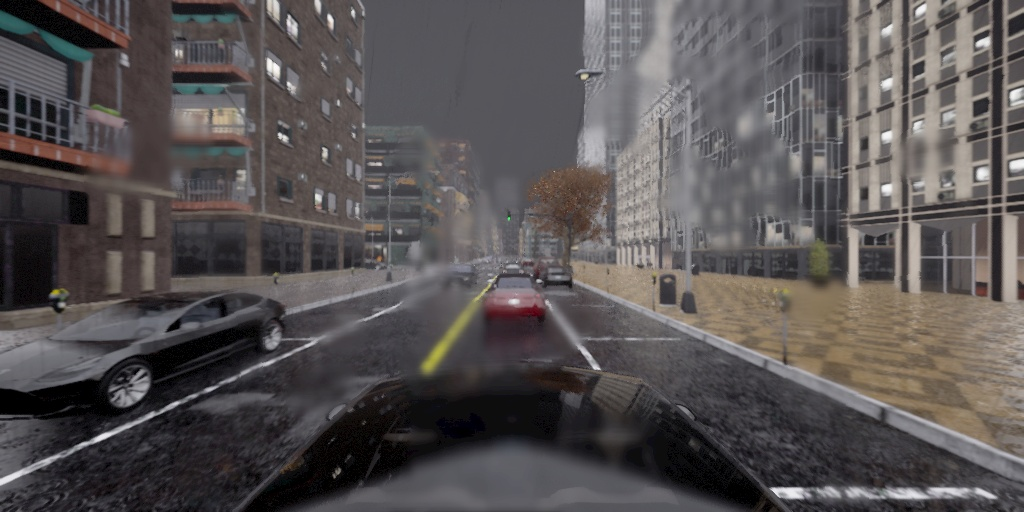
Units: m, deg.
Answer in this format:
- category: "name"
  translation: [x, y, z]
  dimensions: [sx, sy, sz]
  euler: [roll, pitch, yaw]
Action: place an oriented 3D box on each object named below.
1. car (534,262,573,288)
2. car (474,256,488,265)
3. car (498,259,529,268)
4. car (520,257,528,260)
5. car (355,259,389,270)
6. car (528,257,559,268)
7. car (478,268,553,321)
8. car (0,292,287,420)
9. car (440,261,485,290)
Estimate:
- category: "car"
  translation: [2.692, 1.245, 22.572]
  dimensions: [1.948, 1.339, 4.313]
  euler: [0, 0, 0]
- category: "car"
  translation: [-5.686, 1.119, 60.483]
  dimensions: [2.007, 1.370, 4.403]
  euler: [0, 0, 0]
- category: "car"
  translation: [0.091, 1.192, 26.687]
  dimensions: [1.812, 1.442, 4.674]
  euler: [0, 0, 0]
- category: "car"
  translation: [2.694, 1.113, 60.482]
  dimensions: [1.888, 1.381, 4.507]
  euler: [0, 0, 0]
- category: "car"
  translation: [-16.433, 0.962, 41.067]
  dimensions: [4.403, 1.370, 2.007]
  euler: [0, 0, -1]
- category: "car"
  translation: [2.693, 0.976, 28.095]
  dimensions: [2.192, 1.841, 5.009]
  euler: [0, 0, 0]
- category: "car"
  translation: [0.091, 1.276, 12.313]
  dimensions: [1.994, 1.385, 4.181]
  euler: [0, 0, 0]
- category: "car"
  translation: [-5.690, 1.301, 6.004]
  dimensions: [1.948, 1.339, 4.313]
  euler: [0, 0, 0]
- category: "car"
  translation: [-3.084, 1.228, 22.300]
  dimensions: [2.033, 1.411, 5.357]
  euler: [0, 0, 0]
